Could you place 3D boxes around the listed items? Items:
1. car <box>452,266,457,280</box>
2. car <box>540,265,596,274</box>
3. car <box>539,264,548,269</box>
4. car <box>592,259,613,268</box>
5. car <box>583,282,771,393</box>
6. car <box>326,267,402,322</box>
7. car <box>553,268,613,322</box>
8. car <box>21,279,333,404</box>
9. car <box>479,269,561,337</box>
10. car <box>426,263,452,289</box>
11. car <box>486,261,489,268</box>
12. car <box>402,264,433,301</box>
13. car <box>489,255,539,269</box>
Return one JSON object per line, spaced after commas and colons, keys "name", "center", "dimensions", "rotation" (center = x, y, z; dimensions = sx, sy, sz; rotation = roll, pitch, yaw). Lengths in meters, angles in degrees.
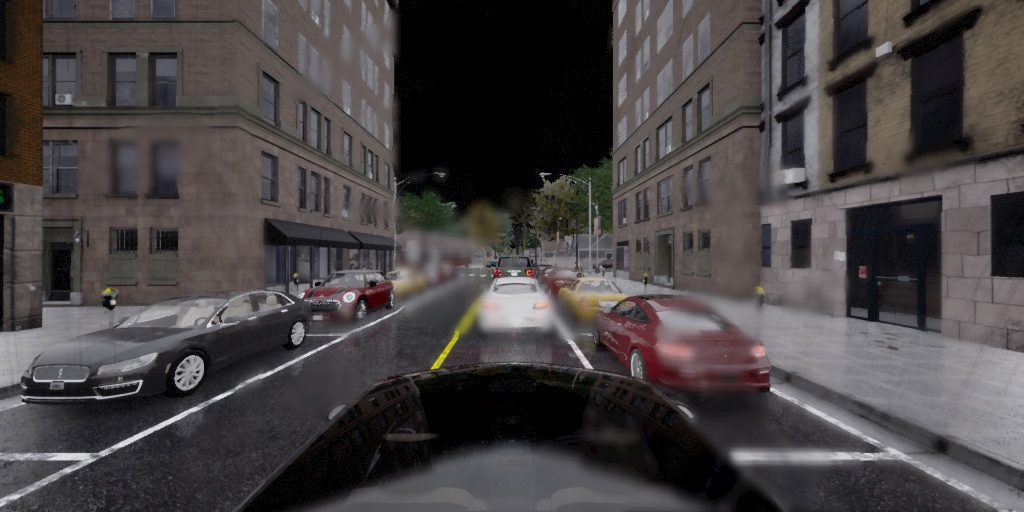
{"name": "car", "center": [-5.374, 1.343, 28.508], "dimensions": [1.802, 1.307, 4.207], "rotation": [0, 0, 0]}
{"name": "car", "center": [2.645, 1.300, 17.468], "dimensions": [1.888, 1.381, 4.507], "rotation": [0, 0, 0]}
{"name": "car", "center": [2.648, 1.340, 22.986], "dimensions": [1.802, 1.307, 4.207], "rotation": [0, 0, 0]}
{"name": "car", "center": [14.003, 1.186, 51.459], "dimensions": [4.892, 1.490, 1.837], "rotation": [-1, 0, 1]}
{"name": "car", "center": [2.639, 1.332, 6.431], "dimensions": [1.802, 1.307, 4.207], "rotation": [0, 0, 0]}
{"name": "car", "center": [-5.383, 1.192, 11.951], "dimensions": [1.967, 1.591, 4.097], "rotation": [0, 0, 0]}
{"name": "car", "center": [2.642, 1.278, 12.120], "dimensions": [1.751, 1.417, 4.829], "rotation": [0, 0, 0]}
{"name": "car", "center": [-5.386, 1.301, 6.433], "dimensions": [2.007, 1.370, 4.403], "rotation": [0, 0, 0]}
{"name": "car", "center": [0.103, 1.277, 10.152], "dimensions": [1.812, 1.442, 4.674], "rotation": [0, 0, 0]}
{"name": "car", "center": [-5.377, 1.198, 22.989], "dimensions": [1.967, 1.591, 4.097], "rotation": [0, 0, 0]}
{"name": "car", "center": [-3.243, 1.362, 61.305], "dimensions": [1.994, 1.385, 4.181], "rotation": [0, 0, 5]}
{"name": "car", "center": [-5.380, 1.280, 17.300], "dimensions": [1.751, 1.417, 4.829], "rotation": [0, 0, 0]}
{"name": "car", "center": [0.110, 0.978, 19.915], "dimensions": [2.150, 2.045, 5.566], "rotation": [0, 0, 0]}
